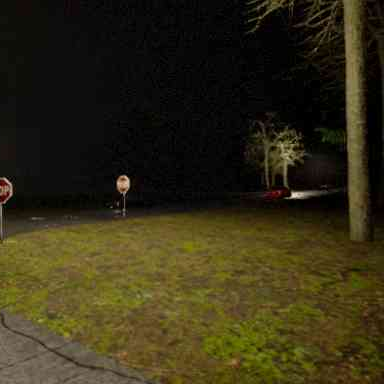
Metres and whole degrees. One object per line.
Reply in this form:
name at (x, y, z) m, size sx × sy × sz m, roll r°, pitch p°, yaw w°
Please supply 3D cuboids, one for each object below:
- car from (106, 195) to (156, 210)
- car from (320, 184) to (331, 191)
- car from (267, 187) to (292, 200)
car at (-5.842, 0.972, 32.733) m, size 2.033 × 1.411 × 5.357 m, roll -2°, pitch 0°, yaw 36°
car at (30.673, -0.898, 76.343) m, size 1.895 × 1.301 × 4.718 m, roll -2°, pitch 1°, yaw 31°
car at (12.017, 0.055, 45.502) m, size 2.097 × 1.767 × 4.553 m, roll -2°, pitch 1°, yaw 36°
